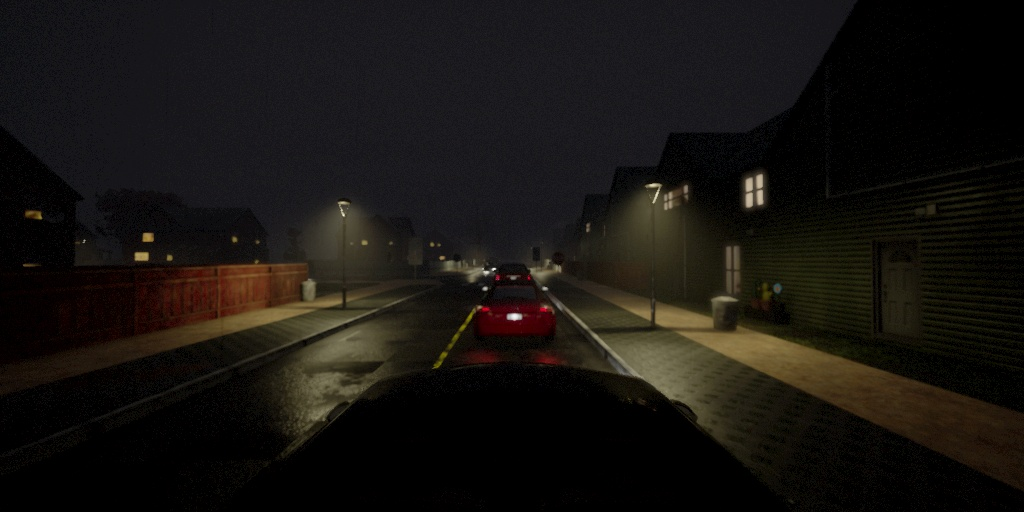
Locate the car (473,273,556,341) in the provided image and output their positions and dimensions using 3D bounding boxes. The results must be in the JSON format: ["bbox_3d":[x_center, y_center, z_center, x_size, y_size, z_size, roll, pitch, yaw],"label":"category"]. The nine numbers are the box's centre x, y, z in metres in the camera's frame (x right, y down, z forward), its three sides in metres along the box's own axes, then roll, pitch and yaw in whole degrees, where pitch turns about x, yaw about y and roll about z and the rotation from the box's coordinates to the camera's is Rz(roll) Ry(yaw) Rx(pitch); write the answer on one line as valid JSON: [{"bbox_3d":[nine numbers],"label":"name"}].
[{"bbox_3d":[0.081,1.336,10.006,1.994,1.385,4.181,0,0,1],"label":"car"}]

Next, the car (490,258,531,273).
[{"bbox_3d":[0.019,1.152,20.007,2.097,1.767,4.553,0,0,-2],"label":"car"}]

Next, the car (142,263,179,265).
[{"bbox_3d":[-29.110,1.305,30.108,4.892,1.490,1.837,0,-1,0],"label":"car"}]

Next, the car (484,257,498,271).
[{"bbox_3d":[-2.885,1.115,52.526,2.150,2.045,5.566,0,0,0],"label":"car"}]

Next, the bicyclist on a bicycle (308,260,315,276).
[{"bbox_3d":[-20.254,1.187,36.039,0.582,1.620,1.656,0,-1,0],"label":"bicyclist on a bicycle"}]
